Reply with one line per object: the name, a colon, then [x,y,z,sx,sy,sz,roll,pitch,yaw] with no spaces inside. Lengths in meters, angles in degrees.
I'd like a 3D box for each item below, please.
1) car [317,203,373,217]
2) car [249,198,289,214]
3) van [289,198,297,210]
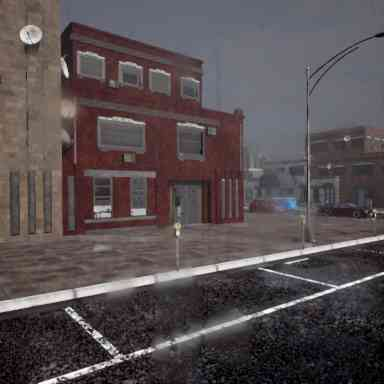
car: [15.684,1.794,34.180,2.033,1.411,5.357,-1,0,-37]
car: [9.433,1.743,42.264,2.097,1.767,4.553,-1,0,-38]
van: [12.875,1.705,47.255,1.690,1.788,3.998,-2,0,-38]
